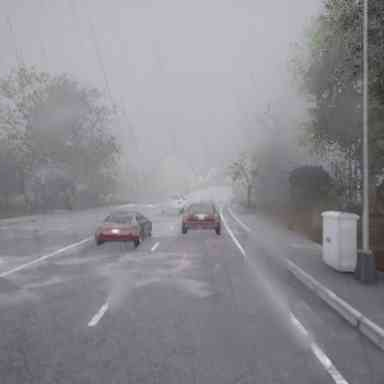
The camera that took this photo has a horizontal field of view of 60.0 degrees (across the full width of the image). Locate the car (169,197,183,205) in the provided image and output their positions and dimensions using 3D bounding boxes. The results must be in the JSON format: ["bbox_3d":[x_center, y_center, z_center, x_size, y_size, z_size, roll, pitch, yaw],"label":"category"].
[{"bbox_3d":[-3.048,1.681,62.946,1.895,1.301,4.718,0,0,7],"label":"car"}]

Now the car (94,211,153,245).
[{"bbox_3d":[-3.080,1.582,15.687,1.994,1.385,4.181,0,0,2],"label":"car"}]

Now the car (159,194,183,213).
[{"bbox_3d":[-1.881,1.269,37.377,2.150,2.045,5.566,0,0,4],"label":"car"}]

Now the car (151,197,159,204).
[{"bbox_3d":[-6.523,1.678,63.343,1.895,1.301,4.718,0,0,7],"label":"car"}]

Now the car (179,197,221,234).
[{"bbox_3d":[0.574,1.379,19.694,2.097,1.767,4.553,0,0,2],"label":"car"}]

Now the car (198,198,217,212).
[{"bbox_3d":[1.927,1.547,40.937,2.128,1.511,4.902,0,0,5],"label":"car"}]
